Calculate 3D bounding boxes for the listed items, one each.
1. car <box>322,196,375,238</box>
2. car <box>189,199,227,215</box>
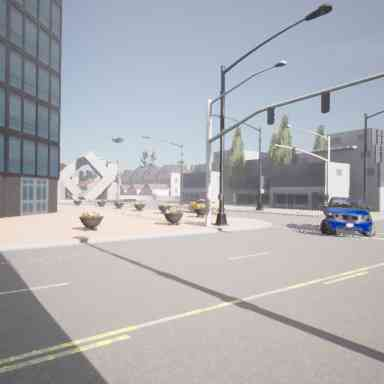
[{"bbox_3d":[8.724,1.289,18.783,2.150,2.045,5.566,3,1,22],"label":"car"},{"bbox_3d":[1.637,1.565,35.684,1.882,1.535,5.008,1,-1,-35],"label":"car"}]
